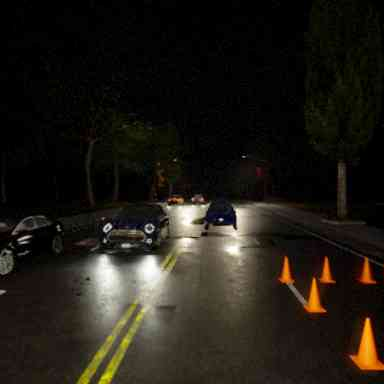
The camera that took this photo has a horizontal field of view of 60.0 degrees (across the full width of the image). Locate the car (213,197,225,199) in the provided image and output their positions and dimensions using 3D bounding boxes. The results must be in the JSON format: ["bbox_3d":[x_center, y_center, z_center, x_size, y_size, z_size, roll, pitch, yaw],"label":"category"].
[{"bbox_3d":[3.245,1.395,40.071,1.882,1.535,5.008,0,0,4],"label":"car"}]

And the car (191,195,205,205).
[{"bbox_3d":[1.050,1.273,56.202,2.097,1.767,4.553,0,0,5],"label":"car"}]

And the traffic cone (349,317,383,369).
[{"bbox_3d":[2.303,1.946,4.363,0.340,0.580,0.340,0,0,1],"label":"traffic cone"}]

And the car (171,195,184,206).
[{"bbox_3d":[-2.522,1.257,52.262,2.097,1.767,4.553,0,0,5],"label":"car"}]

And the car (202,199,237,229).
[{"bbox_3d":[1.836,1.423,21.354,1.882,1.535,5.008,0,0,4],"label":"car"}]

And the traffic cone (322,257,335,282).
[{"bbox_3d":[3.370,1.933,8.346,0.340,0.580,0.340,0,0,1],"label":"traffic cone"}]

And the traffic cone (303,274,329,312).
[{"bbox_3d":[2.336,1.938,6.363,0.340,0.580,0.340,0,0,1],"label":"traffic cone"}]

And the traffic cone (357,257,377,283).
[{"bbox_3d":[4.370,1.935,8.329,0.340,0.580,0.340,0,0,1],"label":"traffic cone"}]

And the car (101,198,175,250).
[{"bbox_3d":[-2.183,1.307,14.035,2.097,1.767,4.553,0,0,4],"label":"car"}]

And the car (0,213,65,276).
[{"bbox_3d":[-5.703,1.450,10.321,2.128,1.511,4.902,0,0,4],"label":"car"}]

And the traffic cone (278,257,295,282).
[{"bbox_3d":[2.370,1.931,8.363,0.340,0.580,0.340,0,0,1],"label":"traffic cone"}]
